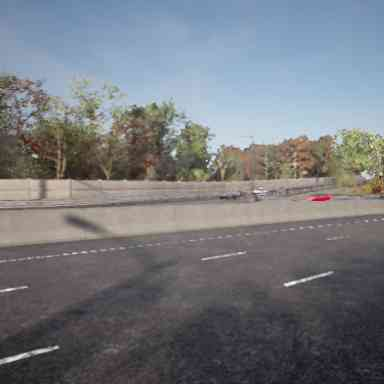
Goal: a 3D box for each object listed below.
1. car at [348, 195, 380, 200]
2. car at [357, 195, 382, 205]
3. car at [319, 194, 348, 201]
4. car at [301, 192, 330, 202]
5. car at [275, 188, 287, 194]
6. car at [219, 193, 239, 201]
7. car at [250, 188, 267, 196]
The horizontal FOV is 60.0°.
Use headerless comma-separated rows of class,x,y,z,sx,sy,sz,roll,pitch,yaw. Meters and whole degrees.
car,22.772,1.462,43.352,4.181,1.385,1.994,0,0,-37
car,31.260,1.353,58.495,5.008,1.535,1.882,-1,1,-37
car,20.268,1.430,45.842,5.357,1.411,2.033,0,0,-37
car,18.402,1.087,48.814,5.566,2.045,2.150,0,0,-37
car,22.583,-0.174,83.687,2.033,1.411,5.357,0,3,33
car,6.367,0.818,56.779,1.895,1.301,4.718,0,1,29
car,14.122,0.126,70.291,2.150,2.045,5.566,0,2,31
